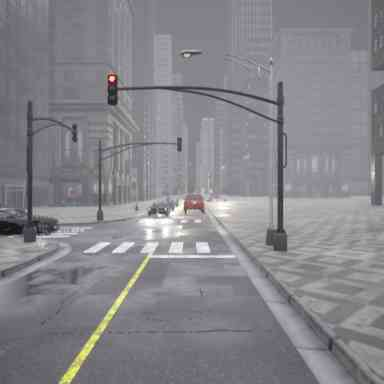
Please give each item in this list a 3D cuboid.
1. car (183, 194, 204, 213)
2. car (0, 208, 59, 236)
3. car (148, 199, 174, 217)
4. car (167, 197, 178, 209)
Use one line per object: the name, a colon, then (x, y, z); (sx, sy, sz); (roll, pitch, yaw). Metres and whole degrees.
car: (0.191, 1.222, 36.663); (2.150, 2.045, 5.566); (0, 0, -1)
car: (-9.633, 1.597, 17.585); (5.008, 1.535, 1.882); (-1, 0, 5)
car: (-3.087, 1.600, 31.937); (1.895, 1.301, 4.718); (0, 0, 0)
car: (-3.084, 1.602, 41.281); (1.895, 1.301, 4.718); (0, 0, 0)
